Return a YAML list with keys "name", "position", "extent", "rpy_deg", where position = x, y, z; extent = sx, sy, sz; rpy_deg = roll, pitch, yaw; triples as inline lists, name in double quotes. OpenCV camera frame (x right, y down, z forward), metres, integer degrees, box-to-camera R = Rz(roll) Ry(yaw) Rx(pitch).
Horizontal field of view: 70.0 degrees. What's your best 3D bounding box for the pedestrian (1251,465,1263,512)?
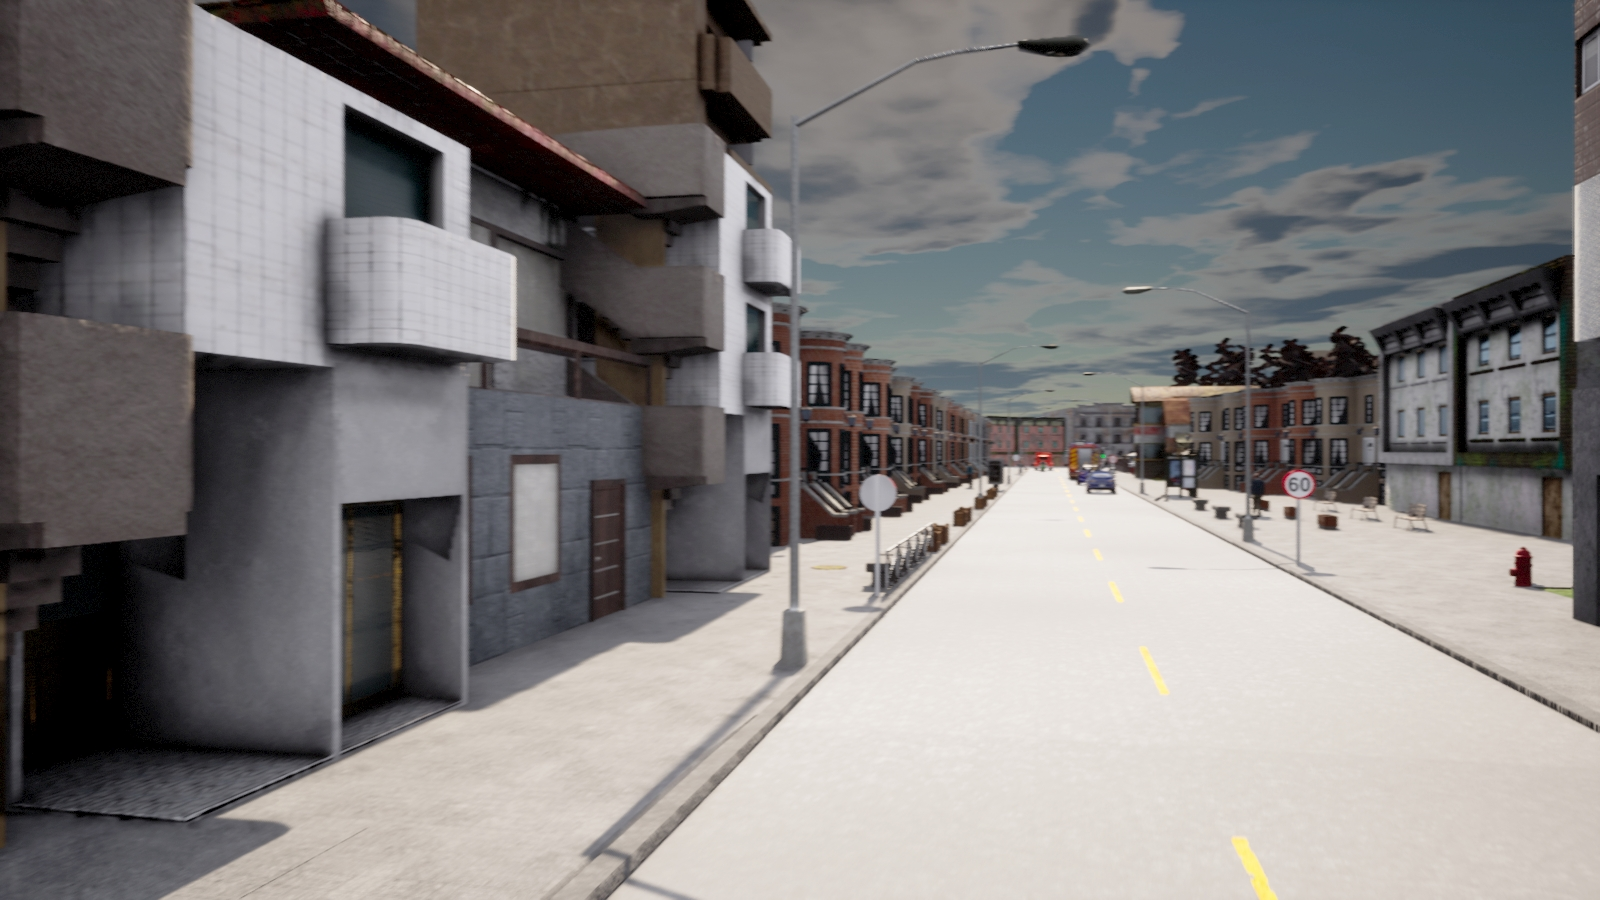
- name: "pedestrian"
  position: [18.435, 1.556, 46.132]
  extent: [0.375, 1.860, 0.375]
  rpy_deg: [0, 0, 9]
